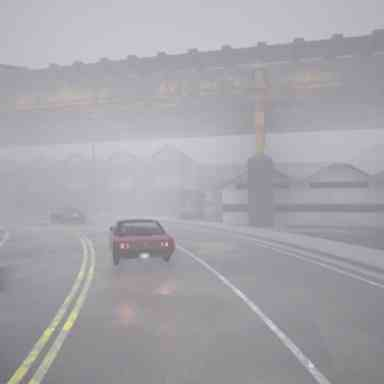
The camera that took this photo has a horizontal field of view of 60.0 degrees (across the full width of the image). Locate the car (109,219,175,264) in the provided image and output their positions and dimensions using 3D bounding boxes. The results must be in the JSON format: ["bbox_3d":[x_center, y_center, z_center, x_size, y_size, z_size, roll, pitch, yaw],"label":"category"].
[{"bbox_3d":[-2.012,1.632,12.085,1.895,1.301,4.718,0,0,-16],"label":"car"}]

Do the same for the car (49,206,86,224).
[{"bbox_3d":[-10.518,1.883,28.004,1.994,1.385,4.181,1,-2,-38],"label":"car"}]
